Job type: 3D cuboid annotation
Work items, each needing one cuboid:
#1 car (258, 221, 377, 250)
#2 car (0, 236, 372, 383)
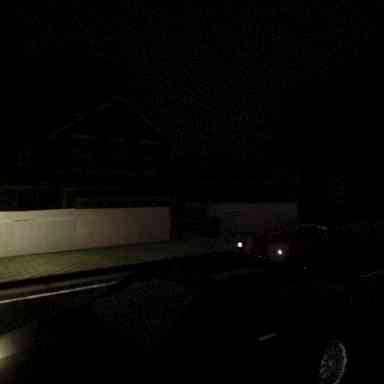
[{"bbox_3d":[3.542,1.579,10.123,4.718,1.301,1.895,0,0,-35],"label":"car"},{"bbox_3d":[-0.015,1.521,3.648,4.674,1.442,1.812,0,0,-35],"label":"car"}]
